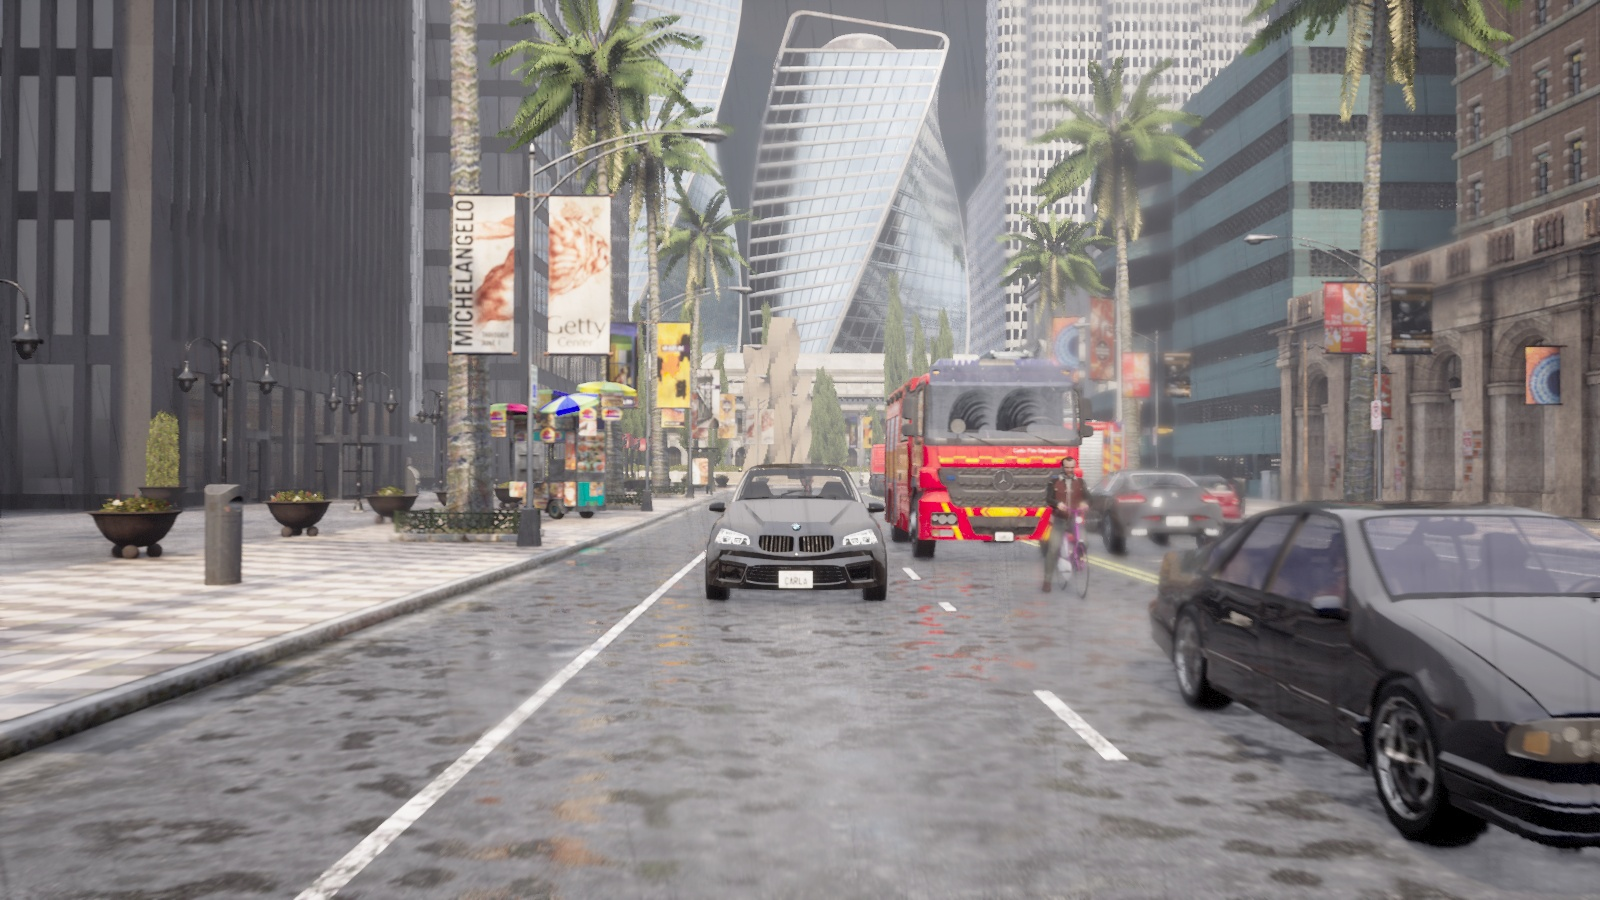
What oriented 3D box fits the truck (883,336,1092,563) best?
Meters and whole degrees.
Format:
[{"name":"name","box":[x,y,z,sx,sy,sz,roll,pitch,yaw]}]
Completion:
[{"name":"truck","box":[3.454,0.063,25.485,2.891,3.827,8.468,0,-1,0]}]

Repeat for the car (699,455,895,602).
[{"name":"car","box":[-0.037,0.938,16.648,2.242,1.667,4.611,0,-1,0]}]

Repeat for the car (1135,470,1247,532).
[{"name":"car","box":[10.372,1.314,33.612,1.789,1.549,3.705,0,-1,-1]}]

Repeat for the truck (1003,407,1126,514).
[{"name":"truck","box":[10.161,0.433,49.200,2.891,3.827,8.468,0,-1,-1]}]

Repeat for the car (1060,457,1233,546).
[{"name":"car","box":[6.956,0.998,25.826,2.152,1.651,5.027,0,-1,0]}]

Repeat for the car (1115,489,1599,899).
[{"name":"car","box":[3.483,0.967,7.122,2.033,1.411,5.357,0,-1,0]}]

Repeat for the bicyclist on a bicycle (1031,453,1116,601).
[{"name":"bicyclist on a bicycle","box":[3.464,0.940,16.038,0.659,1.776,1.843,0,-1,0]}]

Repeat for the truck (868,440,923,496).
[{"name":"truck","box":[6.225,1.194,82.838,2.891,3.462,7.936,0,-1,-1]}]
